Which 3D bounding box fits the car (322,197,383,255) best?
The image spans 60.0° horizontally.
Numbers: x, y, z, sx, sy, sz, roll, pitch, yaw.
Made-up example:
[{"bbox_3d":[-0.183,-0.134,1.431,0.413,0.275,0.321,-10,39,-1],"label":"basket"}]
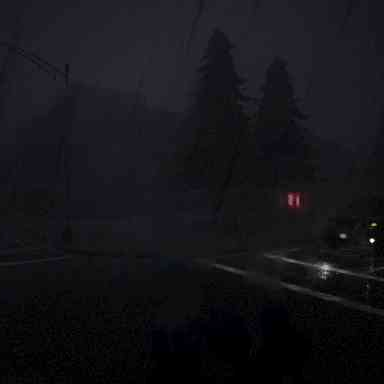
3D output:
[{"bbox_3d":[7.713,1.248,13.737,5.566,2.045,2.150,0,0,-37],"label":"car"}]
